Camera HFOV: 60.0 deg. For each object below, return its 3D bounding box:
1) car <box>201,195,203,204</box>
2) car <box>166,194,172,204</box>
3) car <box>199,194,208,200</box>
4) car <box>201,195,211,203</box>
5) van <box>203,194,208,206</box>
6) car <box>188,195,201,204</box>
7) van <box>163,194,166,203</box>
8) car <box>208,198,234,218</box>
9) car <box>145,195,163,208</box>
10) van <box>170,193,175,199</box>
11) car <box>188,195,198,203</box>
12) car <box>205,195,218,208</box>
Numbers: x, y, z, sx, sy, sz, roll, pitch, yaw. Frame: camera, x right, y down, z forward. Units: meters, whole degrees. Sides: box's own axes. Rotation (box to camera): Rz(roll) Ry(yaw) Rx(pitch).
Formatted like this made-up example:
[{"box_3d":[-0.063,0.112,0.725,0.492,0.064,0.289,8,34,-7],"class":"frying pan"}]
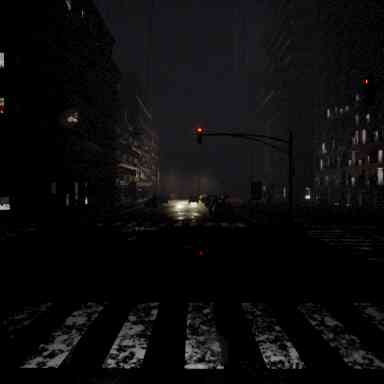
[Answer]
[{"box_3d":[2.805,1.490,52.483,1.887,1.381,4.507,-1,0,0],"class":"car"},{"box_3d":[-5.507,1.470,63.767,1.887,1.381,4.507,-1,0,0],"class":"car"},{"box_3d":[2.945,1.313,86.357,1.967,1.590,4.097,-1,0,0],"class":"car"},{"box_3d":[2.862,1.353,69.420,1.967,1.590,4.097,-1,0,0],"class":"car"},{"box_3d":[2.785,1.295,46.837,1.690,1.788,3.998,-1,0,0],"class":"van"},{"box_3d":[0.285,1.435,60.817,1.837,1.490,4.892,0,0,0],"class":"car"},{"box_3d":[-5.545,1.287,52.475,1.690,1.788,3.998,-1,0,0],"class":"van"},{"box_3d":[2.736,1.522,29.899,1.887,1.381,4.507,-1,0,0],"class":"car"},{"box_3d":[-5.559,1.520,46.829,1.947,1.339,4.313,-1,0,0],"class":"car"},{"box_3d":[-5.475,1.242,75.060,1.690,1.788,3.998,-1,0,0],"class":"van"},{"box_3d":[0.242,1.427,71.018,2.128,1.511,4.902,0,0,0],"class":"car"},{"box_3d":[2.752,1.410,35.545,1.967,1.590,4.097,-1,0,0],"class":"car"}]
